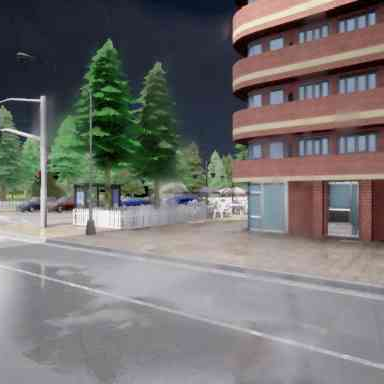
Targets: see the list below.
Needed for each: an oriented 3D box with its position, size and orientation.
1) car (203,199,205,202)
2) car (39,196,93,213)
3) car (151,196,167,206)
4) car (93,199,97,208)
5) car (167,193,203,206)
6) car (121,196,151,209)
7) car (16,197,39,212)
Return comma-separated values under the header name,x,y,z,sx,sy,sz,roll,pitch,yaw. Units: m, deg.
name,x,y,z,sx,sy,sz,roll,pitch,yaw
car,0.520,1.508,57.877,4.181,1.385,1.994,0,0,-37
car,-13.605,1.296,36.093,2.097,1.767,4.553,0,0,36
car,-6.629,1.449,51.016,1.837,1.490,4.892,0,0,41
car,-12.053,1.508,44.201,1.994,1.385,4.181,0,0,35
car,-1.370,1.166,51.726,5.566,2.045,2.150,0,0,-44
car,-8.195,1.422,43.536,1.882,1.535,5.008,0,0,37
car,-17.089,1.296,37.231,2.097,1.767,4.553,0,0,35
